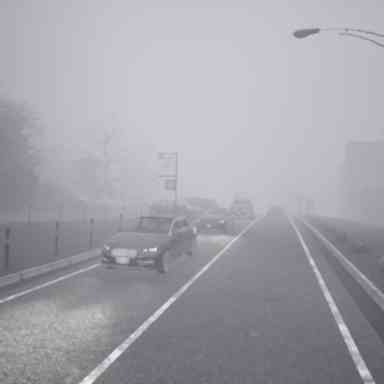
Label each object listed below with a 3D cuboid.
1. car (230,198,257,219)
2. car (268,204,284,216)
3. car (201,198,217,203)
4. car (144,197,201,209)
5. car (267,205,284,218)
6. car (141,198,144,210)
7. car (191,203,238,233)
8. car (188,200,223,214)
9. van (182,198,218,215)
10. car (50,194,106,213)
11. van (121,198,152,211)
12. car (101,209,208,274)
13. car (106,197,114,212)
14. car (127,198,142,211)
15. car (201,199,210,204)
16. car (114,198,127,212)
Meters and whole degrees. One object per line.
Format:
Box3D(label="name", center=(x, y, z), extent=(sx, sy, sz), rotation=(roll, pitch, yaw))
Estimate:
Box3D(label="car", center=(5.320, 1.715, 35.259), extent=(2.150, 2.045, 5.566), rotation=(1, 0, 15))
Box3D(label="car", center=(12.667, 2.675, 49.962), extent=(2.128, 1.511, 4.902), rotation=(1, -1, 15))
Box3D(label="car", center=(-0.364, 1.634, 37.967), extent=(5.566, 2.045, 2.435), rotation=(1, -2, 15))
Box3D(label="car", center=(-1.843, 1.557, 32.199), extent=(4.553, 1.767, 2.185), rotation=(1, -2, 14))
Box3D(label="car", center=(10.096, 2.338, 40.300), extent=(1.994, 1.385, 4.181), rotation=(1, -2, 15))
Box3D(label="car", center=(-9.881, 2.082, 50.767), extent=(5.366, 1.575, 1.946), rotation=(1, -2, 15))
Box3D(label="car", center=(1.579, 1.695, 21.237), extent=(1.812, 1.442, 4.674), rotation=(1, -1, 15))
Box3D(label="car", center=(1.946, 2.135, 46.889), extent=(4.553, 1.767, 2.185), rotation=(1, -2, 15))
Box3D(label="van", center=(1.103, 1.904, 43.978), extent=(4.442, 1.987, 1.878), rotation=(1, -2, 15))
Box3D(label="car", center=(-13.128, 1.295, 37.332), extent=(5.566, 2.045, 2.435), rotation=(1, -2, 14))
Box3D(label="van", center=(-8.879, 1.995, 53.401), extent=(4.442, 1.987, 1.878), rotation=(1, -2, 15))
Box3D(label="car", center=(-1.154, 1.538, 10.985), extent=(2.128, 1.511, 4.902), rotation=(1, 0, 15))
Box3D(label="car", center=(-12.495, 1.638, 39.915), extent=(4.892, 1.521, 2.231), rotation=(1, -2, 14))
Box3D(label="car", center=(-10.551, 1.963, 48.195), extent=(5.366, 1.575, 1.946), rotation=(1, -2, 15))
Box3D(label="car", center=(-1.069, 1.786, 35.128), extent=(5.008, 1.535, 2.097), rotation=(1, -2, 14))
Box3D(label="car", center=(-11.776, 1.485, 42.621), extent=(5.566, 2.045, 2.435), rotation=(1, -2, 14))
